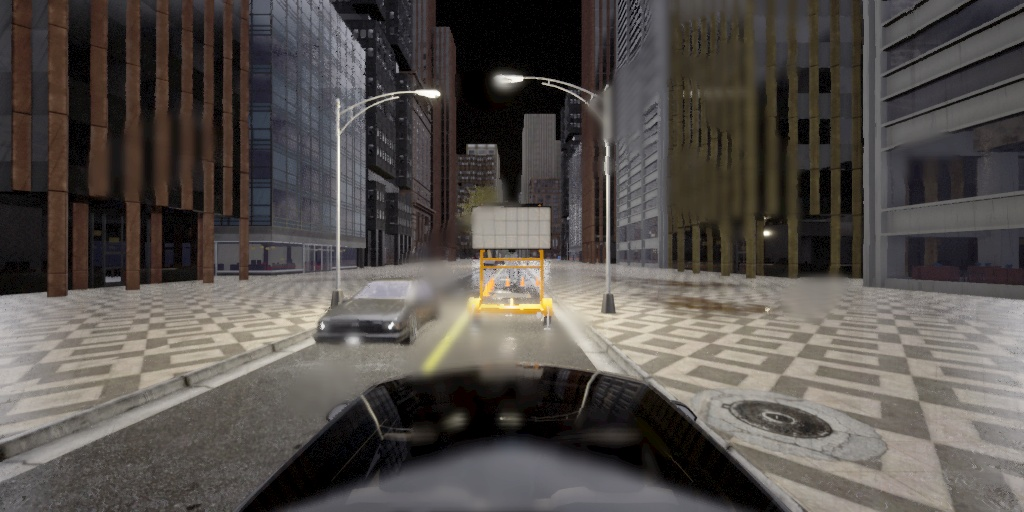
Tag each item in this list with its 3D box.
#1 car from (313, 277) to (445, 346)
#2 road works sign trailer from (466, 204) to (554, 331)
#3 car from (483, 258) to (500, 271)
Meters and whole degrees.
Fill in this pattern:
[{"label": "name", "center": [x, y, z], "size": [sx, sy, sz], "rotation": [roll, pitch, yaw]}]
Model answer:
[{"label": "car", "center": [-3.106, 1.298, 9.725], "size": [2.033, 1.411, 5.357], "rotation": [0, 0, 0]}, {"label": "road works sign trailer", "center": [-0.007, 0.215, 10.981], "size": [2.380, 3.560, 2.880], "rotation": [0, 0, 0]}, {"label": "car", "center": [-3.136, 1.309, 49.848], "size": [2.033, 1.411, 5.357], "rotation": [0, 0, 0]}]
